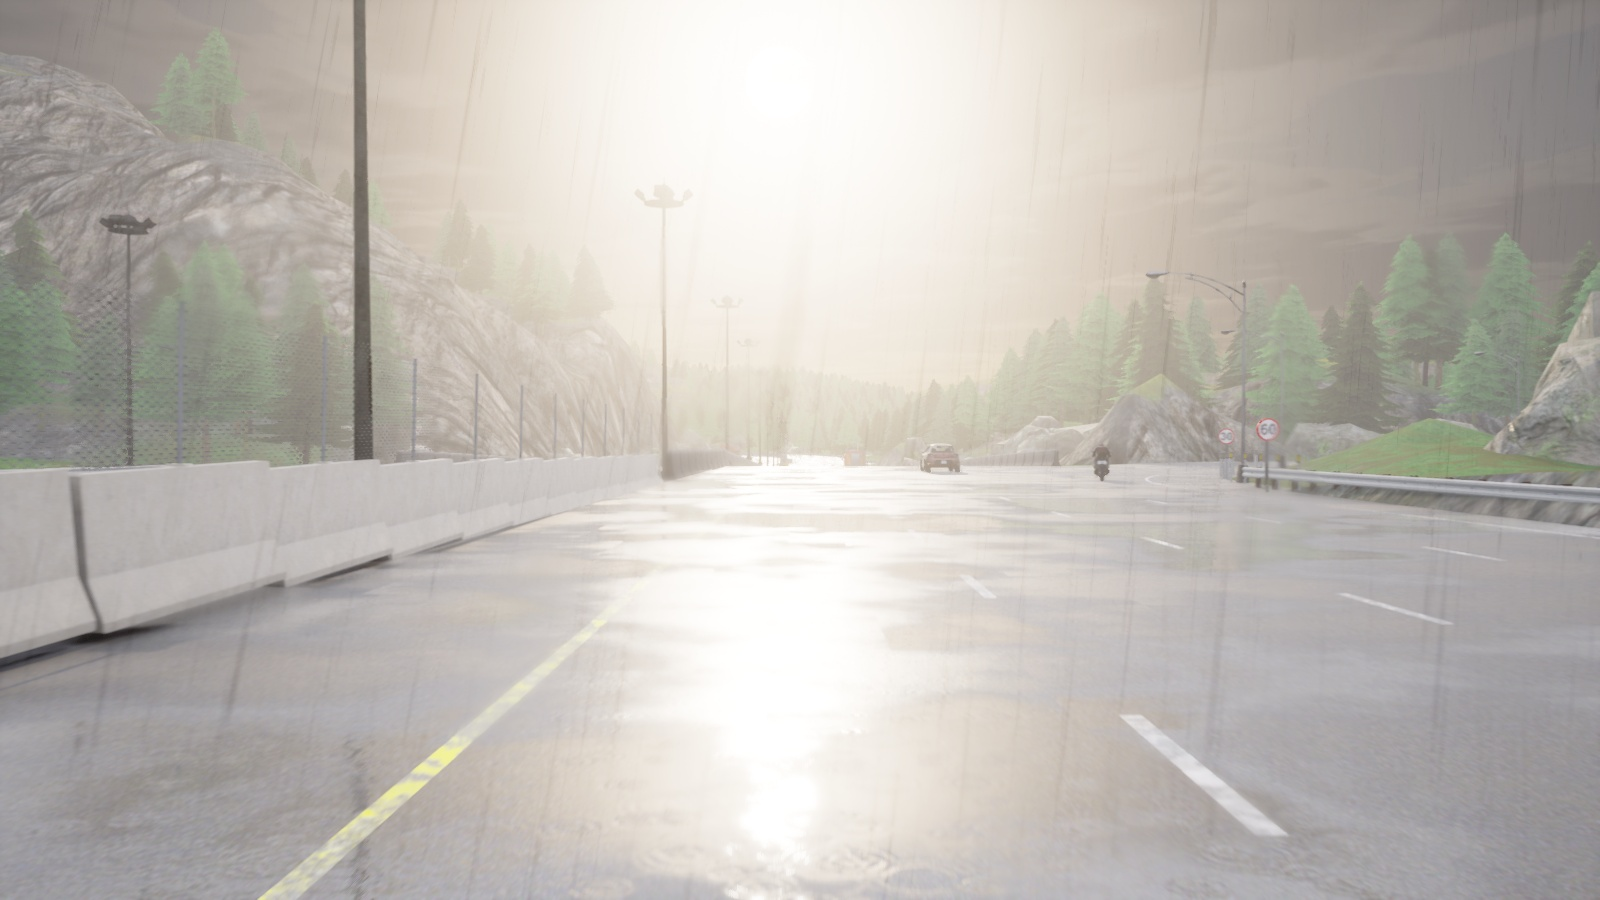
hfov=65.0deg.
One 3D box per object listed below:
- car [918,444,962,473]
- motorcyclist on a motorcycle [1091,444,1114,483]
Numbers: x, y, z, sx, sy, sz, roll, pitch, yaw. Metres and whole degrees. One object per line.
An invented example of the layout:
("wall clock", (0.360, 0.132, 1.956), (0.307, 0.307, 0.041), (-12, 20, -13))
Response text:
("car", (7.258, 0.423, 65.481), (1.816, 1.474, 4.193), (0, 0, 0))
("motorcyclist on a motorcycle", (12.026, 0.515, 49.965), (0.866, 1.530, 2.191), (1, 0, 13))
